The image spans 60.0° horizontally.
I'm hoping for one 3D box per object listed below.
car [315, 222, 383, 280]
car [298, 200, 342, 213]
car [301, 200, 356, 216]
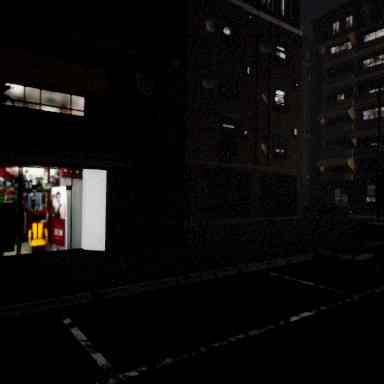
[{"bbox_3d":[5.469,1.588,9.929,4.206,1.307,1.802,0,1,-35],"label":"car"},{"bbox_3d":[15.508,1.706,40.460,1.752,1.417,4.829,1,-1,-35],"label":"car"},{"bbox_3d":[13.814,1.651,33.456,1.895,1.301,4.718,1,-1,-35],"label":"car"}]
